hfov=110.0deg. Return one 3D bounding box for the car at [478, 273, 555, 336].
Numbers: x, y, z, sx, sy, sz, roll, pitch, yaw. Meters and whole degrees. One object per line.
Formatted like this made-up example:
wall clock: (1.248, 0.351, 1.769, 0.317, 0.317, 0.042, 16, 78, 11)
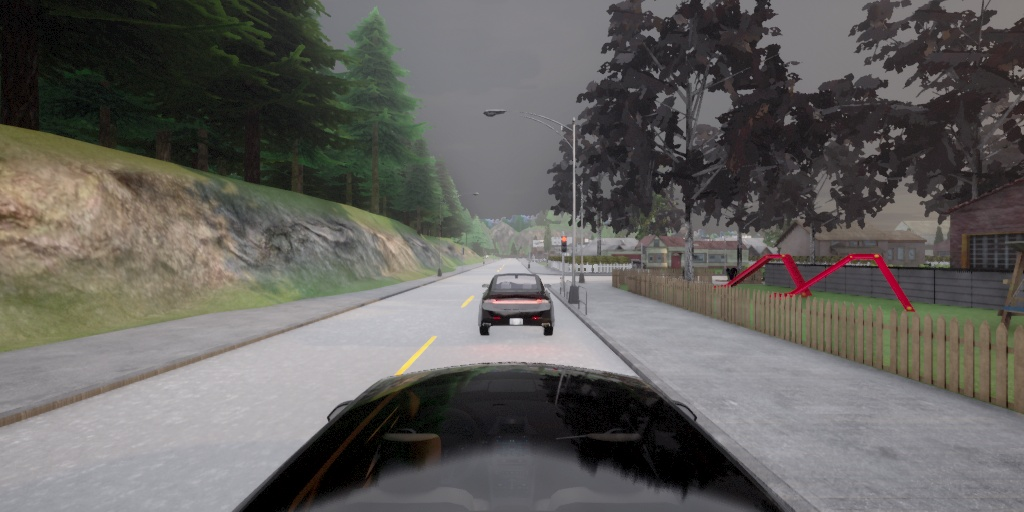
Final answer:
car: (0.128, 1.242, 10.383, 2.128, 1.511, 4.902, 0, 0, 1)
